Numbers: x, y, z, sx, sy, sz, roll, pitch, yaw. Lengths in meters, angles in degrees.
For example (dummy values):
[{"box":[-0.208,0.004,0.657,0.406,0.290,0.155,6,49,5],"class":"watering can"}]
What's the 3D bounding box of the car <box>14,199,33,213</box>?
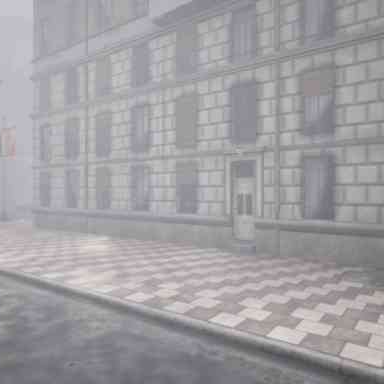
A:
[{"box":[-17.689,1.477,38.150,1.882,1.535,5.008,0,0,36],"class":"car"}]
